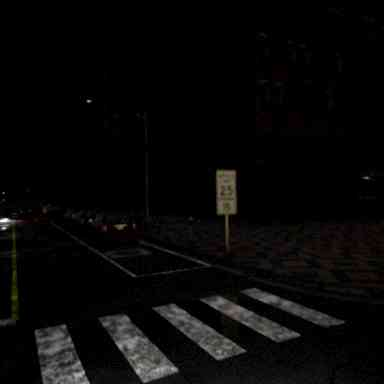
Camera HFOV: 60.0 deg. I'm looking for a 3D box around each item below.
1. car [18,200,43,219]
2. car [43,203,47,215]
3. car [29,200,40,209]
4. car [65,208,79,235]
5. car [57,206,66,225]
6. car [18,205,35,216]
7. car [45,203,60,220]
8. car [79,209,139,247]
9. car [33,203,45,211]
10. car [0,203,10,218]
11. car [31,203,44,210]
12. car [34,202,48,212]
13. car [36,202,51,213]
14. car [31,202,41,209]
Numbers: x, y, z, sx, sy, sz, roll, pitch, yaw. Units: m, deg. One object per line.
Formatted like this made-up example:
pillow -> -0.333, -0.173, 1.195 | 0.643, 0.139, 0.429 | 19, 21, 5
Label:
car -> -19.189, 2.176, 39.146 | 2.097, 1.767, 4.553 | -1, -1, -28
car -> -19.624, 2.423, 45.769 | 1.752, 1.417, 4.829 | -1, -1, -28
car -> -37.451, 2.959, 79.104 | 2.192, 1.841, 5.009 | -1, -1, -28
car -> -6.759, 1.816, 21.704 | 1.967, 1.590, 4.097 | -1, 0, -28
car -> -9.312, 2.060, 26.486 | 1.802, 1.307, 4.206 | -1, 0, -28
car -> -23.882, 2.581, 47.882 | 1.994, 1.385, 4.181 | -1, -1, -28
car -> -14.428, 2.230, 36.053 | 1.887, 1.381, 4.507 | -1, 0, -28
car -> -4.201, 1.713, 16.921 | 1.967, 1.590, 4.097 | -1, 0, -28
car -> -29.774, 2.866, 64.752 | 1.887, 1.381, 4.507 | -1, -1, -28
car -> -23.588, 2.435, 40.969 | 2.128, 1.511, 4.902 | -1, -1, -28
car -> -32.330, 2.979, 69.535 | 2.008, 1.369, 4.403 | -1, -1, -28
car -> -27.219, 2.653, 59.969 | 1.967, 1.590, 4.097 | -1, -1, -28
car -> -24.661, 2.547, 55.186 | 1.967, 1.590, 4.097 | -1, -1, -28
car -> -34.968, 3.065, 74.468 | 1.752, 1.417, 4.829 | -1, -1, -28
